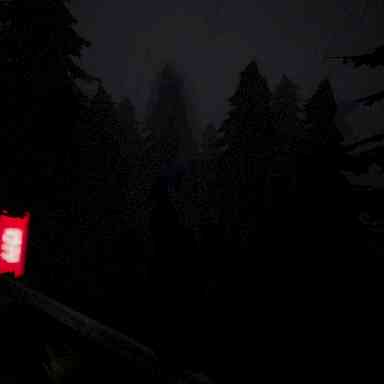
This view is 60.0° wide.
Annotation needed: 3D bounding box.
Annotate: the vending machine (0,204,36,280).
[{"bbox_3d":[-5.479,1.465,10.014,1.100,2.100,0.880,6,-2,-35],"label":"vending machine"}]
